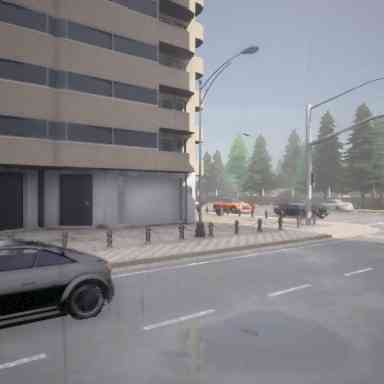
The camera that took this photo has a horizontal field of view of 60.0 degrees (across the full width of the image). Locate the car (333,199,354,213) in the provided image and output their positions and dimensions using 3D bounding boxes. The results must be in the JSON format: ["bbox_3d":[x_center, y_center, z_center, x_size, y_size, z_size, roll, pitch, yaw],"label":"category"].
[{"bbox_3d":[16.197,1.581,38.451,1.812,1.442,4.674,0,0,-35],"label":"car"}]

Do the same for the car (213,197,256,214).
[{"bbox_3d":[4.396,1.407,36.646,2.097,1.767,4.553,0,0,-36],"label":"car"}]

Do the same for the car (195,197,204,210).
[{"bbox_3d":[-0.958,1.533,44.079,1.882,1.535,5.008,0,0,-36],"label":"car"}]

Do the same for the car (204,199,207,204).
[{"bbox_3d":[-0.231,1.619,49.058,1.994,1.385,4.181,0,0,-36],"label":"car"}]

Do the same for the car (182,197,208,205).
[{"bbox_3d":[0.497,1.603,60.336,2.033,1.411,5.357,0,0,-35],"label":"car"}]

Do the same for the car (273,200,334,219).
[{"bbox_3d":[9.613,1.656,29.414,1.895,1.301,4.718,0,0,-36],"label":"car"}]

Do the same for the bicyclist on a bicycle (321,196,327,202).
[{"bbox_3d":[17.331,1.356,43.469,1.656,1.620,0.582,0,0,-36],"label":"bicyclist on a bicycle"}]

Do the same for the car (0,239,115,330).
[{"bbox_3d":[-3.507,1.564,5.791,4.181,1.385,1.994,0,0,-36],"label":"car"}]

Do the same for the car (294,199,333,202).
[{"bbox_3d":[11.038,1.533,33.420,1.882,1.535,5.008,0,0,-36],"label":"car"}]

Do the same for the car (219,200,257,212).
[{"bbox_3d":[5.571,1.656,40.996,1.895,1.301,4.718,0,0,-36],"label":"car"}]
